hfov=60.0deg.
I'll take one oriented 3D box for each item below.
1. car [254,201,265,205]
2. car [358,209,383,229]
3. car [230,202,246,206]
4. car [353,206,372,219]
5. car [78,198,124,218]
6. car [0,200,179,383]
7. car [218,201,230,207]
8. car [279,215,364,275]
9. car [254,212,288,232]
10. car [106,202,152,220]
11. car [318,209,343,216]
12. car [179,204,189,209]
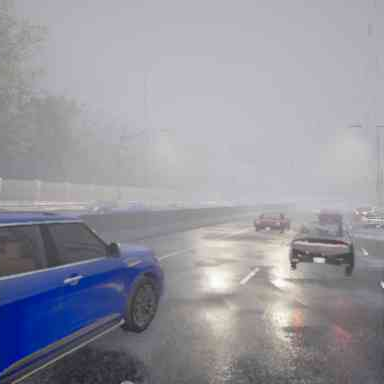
[{"bbox_3d":[14.250,2.746,69.926,2.128,1.511,4.902,1,-1,23],"label":"car"},{"bbox_3d":[15.137,2.399,27.485,1.895,1.301,4.718,1,-1,24],"label":"car"},{"bbox_3d":[10.047,2.814,69.016,1.994,1.385,4.181,1,-1,23],"label":"car"},{"bbox_3d":[19.540,2.417,37.815,2.097,1.767,4.553,1,-1,24],"label":"car"},{"bbox_3d":[-9.070,1.560,33.600,2.097,1.767,4.553,1,-1,23],"label":"car"},{"bbox_3d":[-2.408,1.215,4.263,2.150,2.045,5.566,1,-1,23],"label":"car"},{"bbox_3d":[6.997,2.726,70.781,1.812,1.442,4.674,1,-1,23],"label":"car"},{"bbox_3d":[4.582,1.780,11.687,2.128,1.511,4.902,1,-1,23],"label":"car"},{"bbox_3d":[5.721,2.079,23.213,1.895,1.301,4.718,1,-1,23],"label":"car"},{"bbox_3d":[-5.923,1.753,32.073,1.882,1.535,5.008,1,-1,23],"label":"car"},{"bbox_3d":[12.231,2.222,29.498,1.882,1.535,5.008,1,-1,23],"label":"car"},{"bbox_3d":[-1.822,1.890,32.753,2.128,1.511,4.902,1,-1,23],"label":"car"}]
